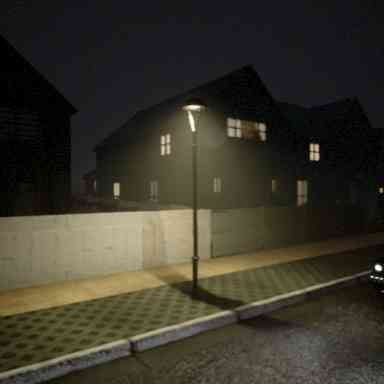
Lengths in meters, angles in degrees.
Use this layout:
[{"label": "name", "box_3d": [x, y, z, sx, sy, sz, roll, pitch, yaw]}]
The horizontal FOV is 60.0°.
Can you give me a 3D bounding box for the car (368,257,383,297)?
[{"label": "car", "box_3d": [5.829, 1.569, 7.189, 4.718, 1.301, 1.895, 0, 0, -35]}]
